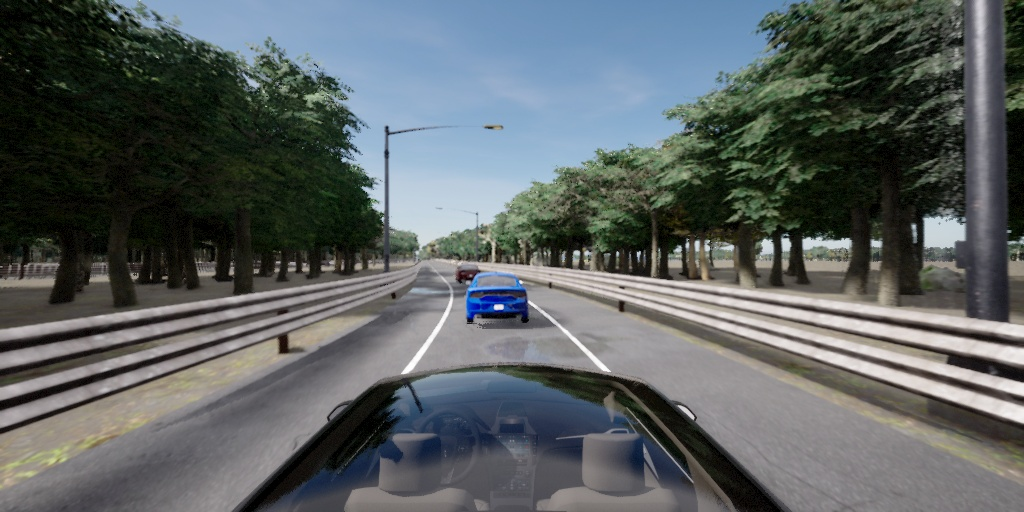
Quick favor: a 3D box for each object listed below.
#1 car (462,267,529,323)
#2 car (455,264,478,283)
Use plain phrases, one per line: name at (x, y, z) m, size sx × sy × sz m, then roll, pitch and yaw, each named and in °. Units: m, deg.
car at (-0.598, 1.299, 12.519) m, size 1.882 × 1.535 × 5.008 m, roll 0°, pitch 0°, yaw -5°
car at (-3.779, 1.420, 30.649) m, size 1.882 × 1.535 × 5.008 m, roll 0°, pitch 0°, yaw -13°
